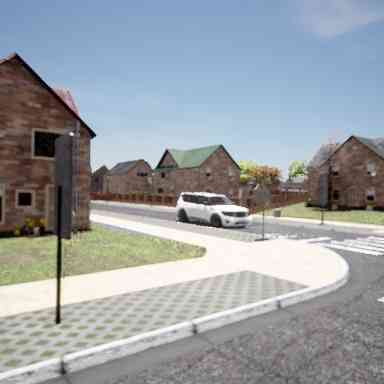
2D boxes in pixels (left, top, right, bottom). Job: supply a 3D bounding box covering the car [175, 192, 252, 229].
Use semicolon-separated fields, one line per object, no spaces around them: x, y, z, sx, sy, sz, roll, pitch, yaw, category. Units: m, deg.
1.146;1.094;20.375;2.150;2.045;5.566;1;2;-36;car
